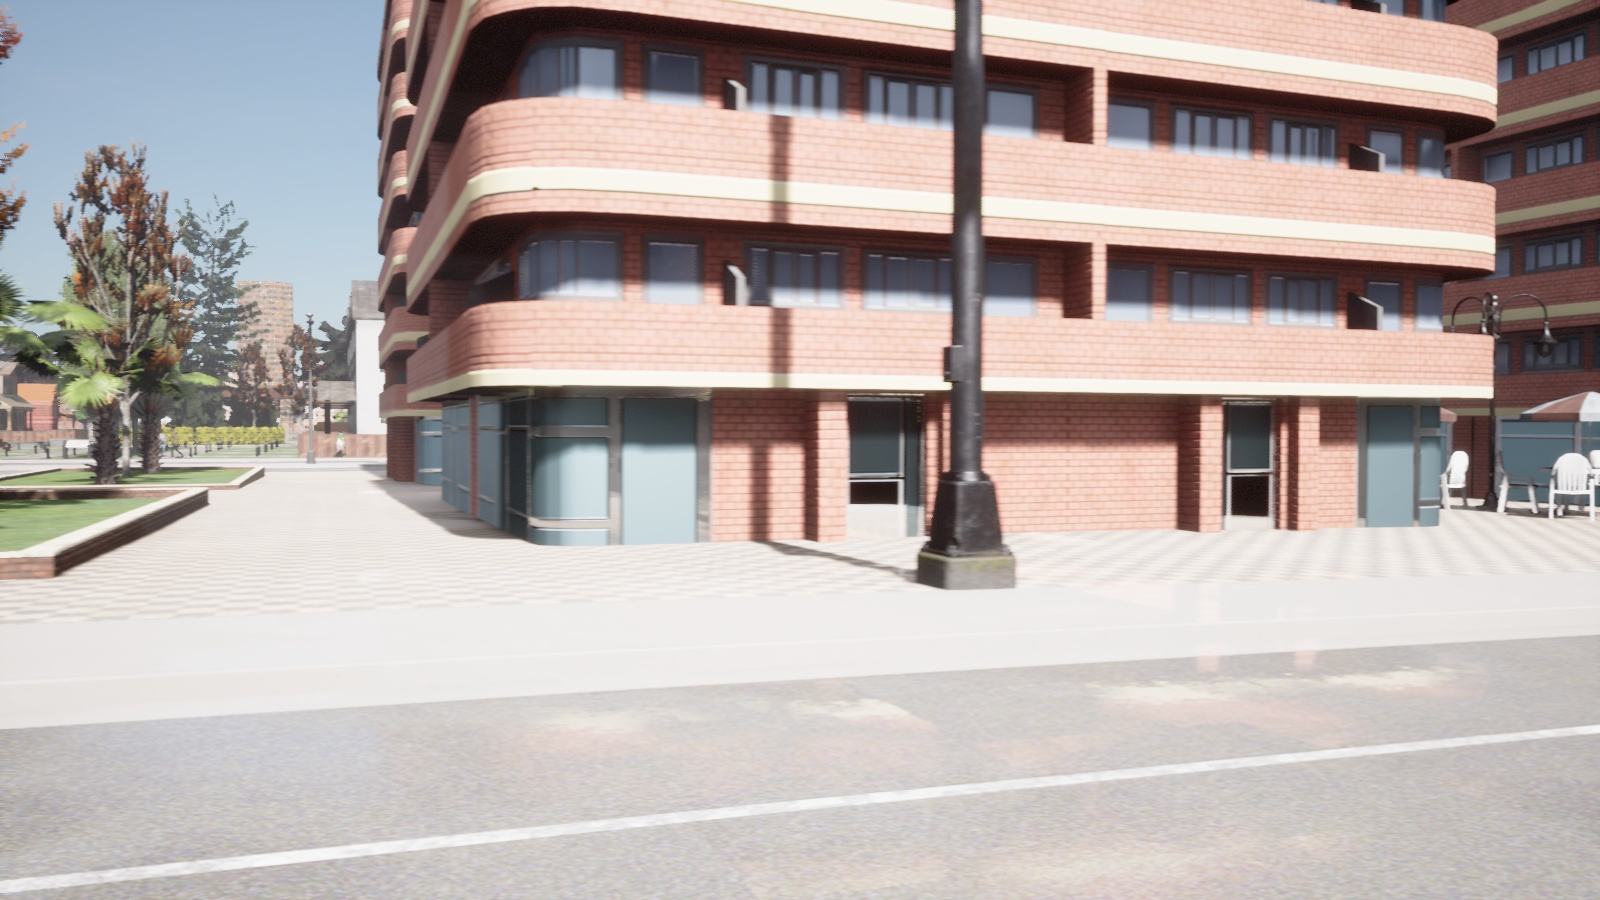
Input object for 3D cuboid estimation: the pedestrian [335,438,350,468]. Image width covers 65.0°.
[{"bbox_3d":[-30.345,0.221,83.292,0.873,1.952,0.659,-1,1,-20],"label":"pedestrian"}]
